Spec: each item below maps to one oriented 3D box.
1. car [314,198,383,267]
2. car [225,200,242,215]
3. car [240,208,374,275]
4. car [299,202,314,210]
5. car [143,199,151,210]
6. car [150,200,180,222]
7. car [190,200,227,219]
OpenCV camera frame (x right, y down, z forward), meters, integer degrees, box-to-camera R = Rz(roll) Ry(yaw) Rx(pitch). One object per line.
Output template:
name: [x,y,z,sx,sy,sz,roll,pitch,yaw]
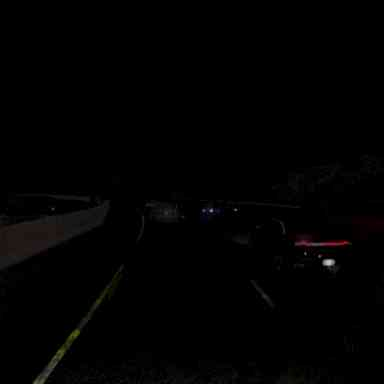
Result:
car: [6.604,1.211,11.579,2.150,2.045,5.566,0,0,-4]
car: [3.730,1.519,34.102,1.812,1.442,4.674,0,0,-10]
car: [3.150,1.487,10.446,2.128,1.511,4.902,0,0,-4]
car: [8.905,1.491,23.748,1.837,1.490,4.892,0,0,-7]
car: [-5.231,1.608,42.539,1.895,1.301,4.718,0,0,-13]
car: [-2.081,1.567,26.420,1.994,1.385,4.181,0,0,-8]
car: [1.125,1.545,28.934,2.033,1.411,5.357,0,0,-9]
